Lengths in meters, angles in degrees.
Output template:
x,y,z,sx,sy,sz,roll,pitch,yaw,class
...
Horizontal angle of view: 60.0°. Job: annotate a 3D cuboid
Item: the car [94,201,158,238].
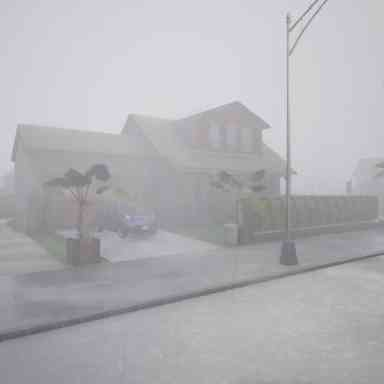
x,y,z,sx,sy,sz,roll,pitch,yaw,class
-3.054,1.174,15.268,1.845,1.501,3.633,0,0,-38,car
